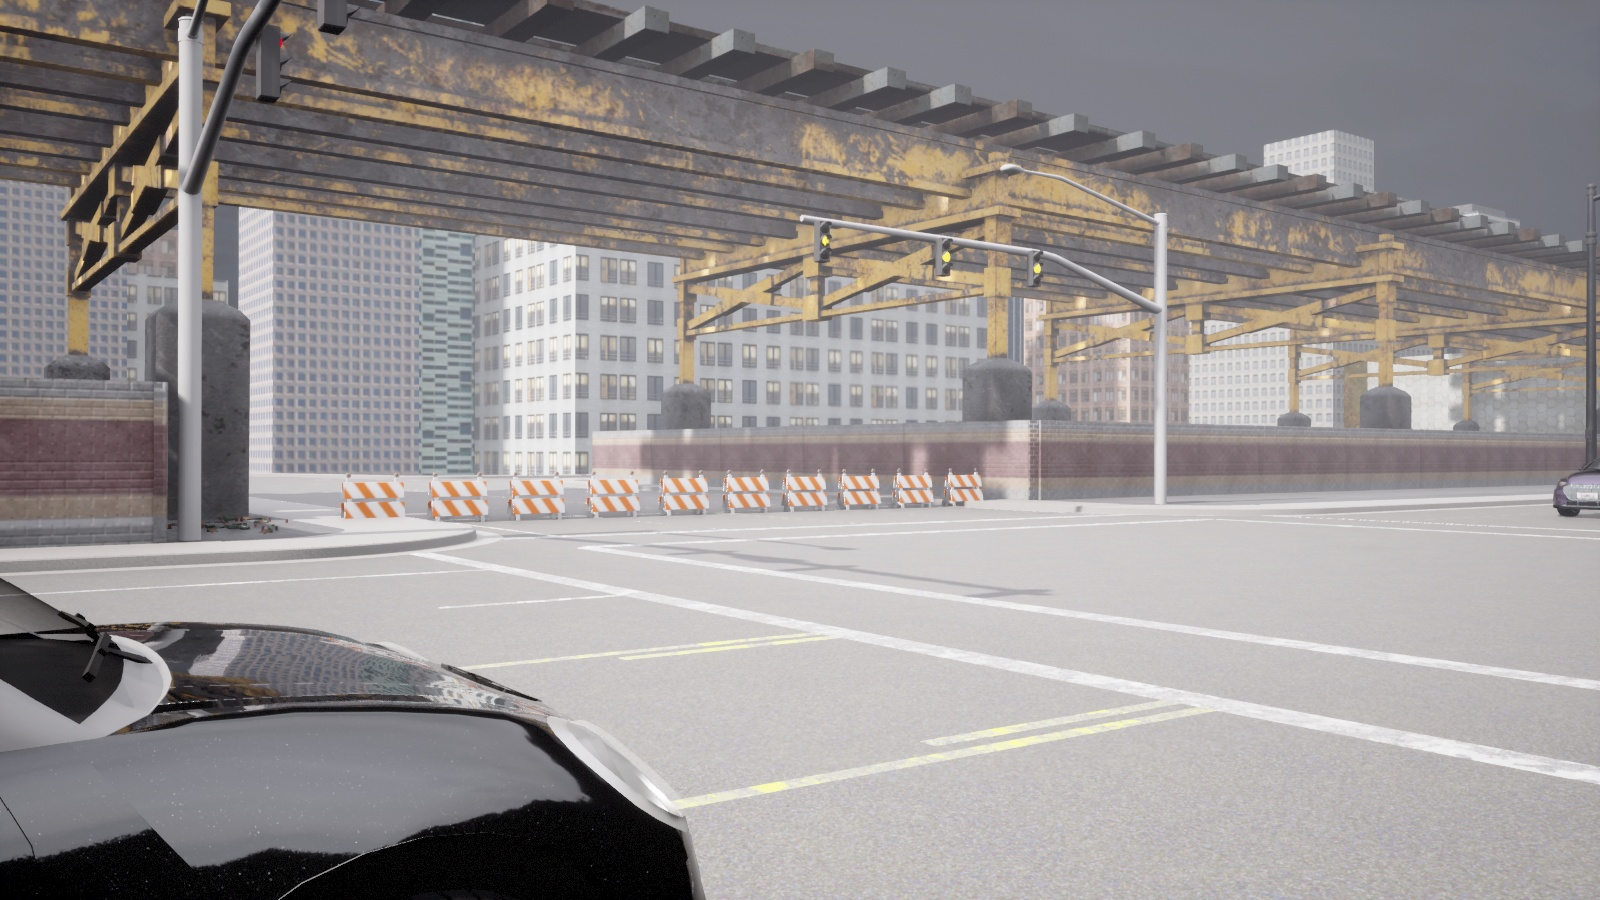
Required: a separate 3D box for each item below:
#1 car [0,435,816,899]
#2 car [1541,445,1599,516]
[{"bbox_3d":[-2.093,0.720,2.202,3.806,1.475,1.970,0,0,-35],"label":"car"},{"bbox_3d":[20.333,0.707,30.642,4.856,1.649,2.033,0,0,-35],"label":"car"}]
